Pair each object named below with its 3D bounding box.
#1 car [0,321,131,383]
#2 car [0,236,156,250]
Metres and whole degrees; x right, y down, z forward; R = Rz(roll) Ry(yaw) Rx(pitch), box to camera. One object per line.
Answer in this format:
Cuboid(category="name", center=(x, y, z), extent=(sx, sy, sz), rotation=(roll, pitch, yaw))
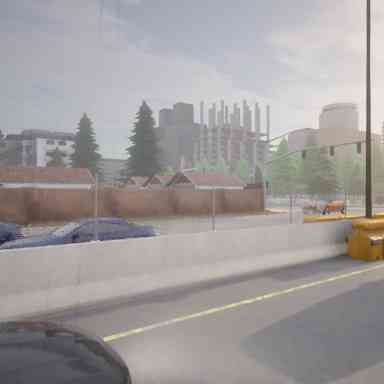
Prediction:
Cuboid(category="car", center=(-2.698, 1.503, 1.824), extent=(4.892, 1.490, 1.837), rotation=(1, 0, -35))
Cuboid(category="car", center=(-3.275, 1.526, 10.247), extent=(4.674, 1.442, 1.812), rotation=(0, 0, -35))
